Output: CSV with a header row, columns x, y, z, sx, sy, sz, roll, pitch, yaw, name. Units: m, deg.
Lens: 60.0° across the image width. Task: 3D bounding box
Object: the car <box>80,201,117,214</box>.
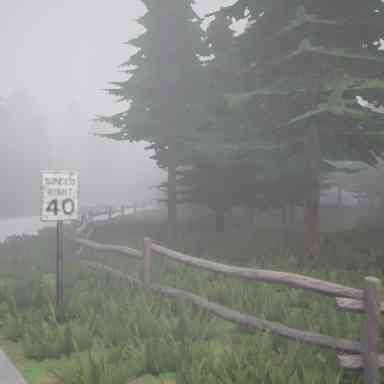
x,y,z,sx,sy,sz,roll,pitch,yaw,name
-8.894,1.543,31.571,2.033,1.411,5.357,0,0,10,car
